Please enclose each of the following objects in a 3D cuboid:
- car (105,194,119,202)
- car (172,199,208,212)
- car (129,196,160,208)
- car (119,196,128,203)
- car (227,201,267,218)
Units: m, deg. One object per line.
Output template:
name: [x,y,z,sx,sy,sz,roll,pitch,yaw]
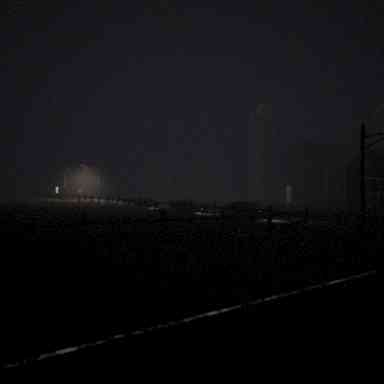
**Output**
car: [-15.323,1.226,64.827,1.837,1.490,4.892,0,0,-36]
car: [-0.391,1.543,39.253,2.033,1.411,5.357,0,0,-36]
car: [-6.586,1.441,47.855,2.033,1.411,5.357,0,0,-36]
car: [-10.455,1.405,58.103,1.895,1.301,4.718,0,0,-36]
car: [5.333,1.593,31.316,1.837,1.490,4.892,0,0,-36]
